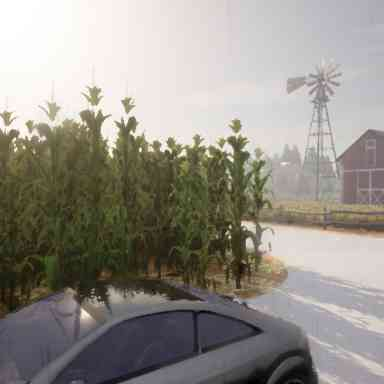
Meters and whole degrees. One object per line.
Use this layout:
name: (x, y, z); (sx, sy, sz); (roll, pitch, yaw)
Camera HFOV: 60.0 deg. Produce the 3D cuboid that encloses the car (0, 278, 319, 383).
car: (-0.829, 1.565, 2.844); (4.181, 1.385, 1.994); (0, 0, -35)
